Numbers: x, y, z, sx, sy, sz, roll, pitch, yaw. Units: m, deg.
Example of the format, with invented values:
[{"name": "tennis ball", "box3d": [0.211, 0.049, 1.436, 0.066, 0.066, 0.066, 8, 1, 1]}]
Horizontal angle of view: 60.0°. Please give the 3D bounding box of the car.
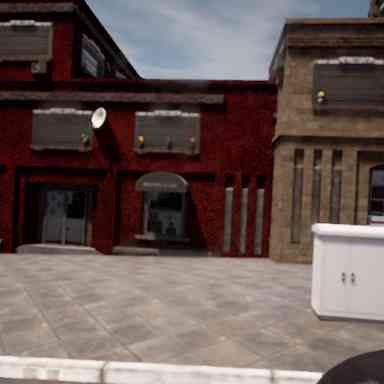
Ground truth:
[{"name": "car", "box3d": [3.216, 1.505, 1.909, 4.892, 1.490, 1.837, 0, 0, 6]}]
